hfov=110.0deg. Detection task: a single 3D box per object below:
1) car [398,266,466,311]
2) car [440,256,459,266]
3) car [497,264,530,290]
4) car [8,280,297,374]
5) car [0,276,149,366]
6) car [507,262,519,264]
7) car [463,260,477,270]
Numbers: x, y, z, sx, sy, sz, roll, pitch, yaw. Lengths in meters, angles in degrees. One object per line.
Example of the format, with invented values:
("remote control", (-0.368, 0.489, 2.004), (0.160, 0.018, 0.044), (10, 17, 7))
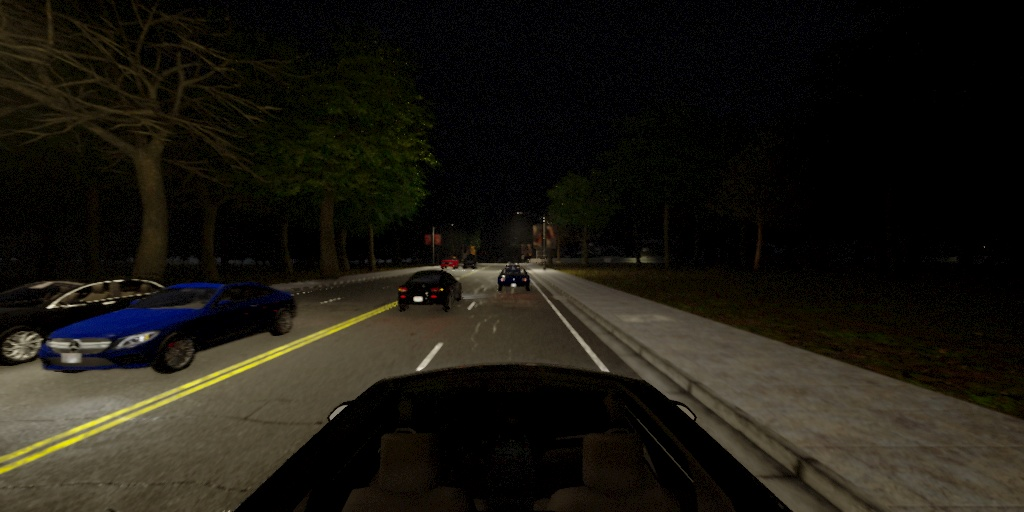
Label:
("car", (-3.148, 1.283, 14.335), (1.812, 1.442, 4.674), (0, 0, 0))
("car", (-9.743, 1.073, 56.457), (2.150, 2.045, 5.566), (0, 0, 0))
("car", (0.103, 1.366, 22.331), (1.895, 1.301, 4.718), (0, 0, 0))
("car", (-6.599, 1.279, 7.700), (1.812, 1.442, 4.674), (0, 0, 0))
("car", (-9.848, 1.258, 8.044), (1.837, 1.490, 4.892), (0, 0, 0))
("car", (0.108, 1.358, 42.320), (2.033, 1.411, 5.357), (0, 0, 0))
("car", (-6.502, 1.341, 55.752), (1.882, 1.535, 5.008), (0, -1, 0))
